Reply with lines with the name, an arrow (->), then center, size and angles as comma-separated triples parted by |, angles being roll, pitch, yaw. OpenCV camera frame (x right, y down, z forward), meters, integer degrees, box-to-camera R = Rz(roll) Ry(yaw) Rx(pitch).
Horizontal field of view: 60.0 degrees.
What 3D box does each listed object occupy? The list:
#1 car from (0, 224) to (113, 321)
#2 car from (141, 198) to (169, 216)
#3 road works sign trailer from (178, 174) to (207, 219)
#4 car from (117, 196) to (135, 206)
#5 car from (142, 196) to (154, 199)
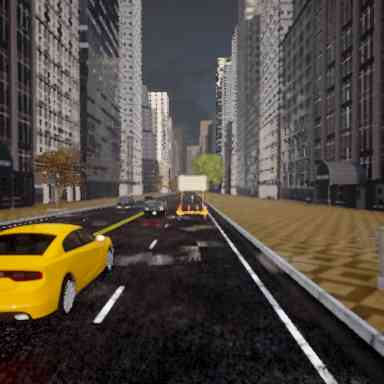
car -> -3.145, 1.441, 7.391 | 1.882, 1.535, 5.008 | 0, 0, 0
car -> -3.134, 1.453, 29.941 | 1.895, 1.301, 4.718 | 0, 0, 0
road works sign trailer -> 0.032, 0.330, 27.194 | 2.380, 3.560, 2.880 | 0, 0, 1
car -> -9.763, 1.305, 49.510 | 2.033, 1.411, 5.357 | 0, 0, 1
car -> -6.515, 1.281, 50.129 | 1.812, 1.442, 4.674 | 0, 0, 1
